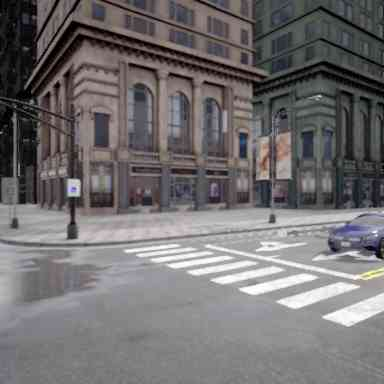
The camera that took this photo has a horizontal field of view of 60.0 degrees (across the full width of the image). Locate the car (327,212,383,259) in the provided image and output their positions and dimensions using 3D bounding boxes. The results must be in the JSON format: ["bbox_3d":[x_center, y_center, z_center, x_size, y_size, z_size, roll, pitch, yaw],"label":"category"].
[{"bbox_3d":[7.134,1.524,12.748,4.674,1.442,1.812,0,0,-36],"label":"car"}]
